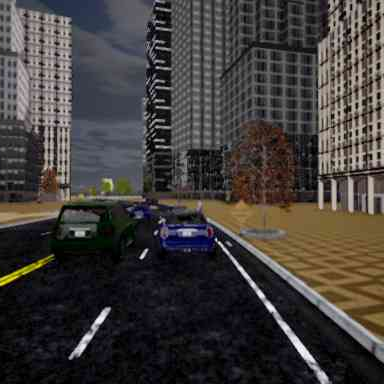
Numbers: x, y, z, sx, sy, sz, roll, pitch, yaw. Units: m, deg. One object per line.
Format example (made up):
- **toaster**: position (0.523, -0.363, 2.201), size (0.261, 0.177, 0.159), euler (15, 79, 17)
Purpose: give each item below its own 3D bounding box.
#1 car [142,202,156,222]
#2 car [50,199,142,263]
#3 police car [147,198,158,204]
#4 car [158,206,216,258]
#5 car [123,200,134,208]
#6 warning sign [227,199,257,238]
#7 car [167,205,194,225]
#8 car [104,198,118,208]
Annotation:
- **car**: position (-4.401, 1.841, 29.076), size (1.812, 1.442, 4.674), euler (0, 0, -4)
- **car**: position (-3.457, 1.365, 12.717), size (2.150, 2.045, 5.566), euler (0, 0, -2)
- **police car**: position (-10.579, 2.414, 91.963), size (1.930, 1.638, 5.238), euler (0, -1, -14)
- **car**: position (-0.239, 1.501, 13.664), size (2.097, 1.767, 4.553), euler (0, -1, -2)
- **car**: position (-12.138, 2.231, 63.716), size (2.033, 1.411, 5.357), euler (0, -1, -10)
- **warning sign**: position (2.479, 1.298, 16.714), size (1.300, 1.860, 1.060), euler (0, -1, -3)
- **car**: position (-1.053, 1.851, 27.943), size (2.033, 1.411, 5.357), euler (0, -1, -4)
- **car**: position (-15.432, 2.035, 63.542), size (2.097, 1.767, 4.553), euler (0, -1, -9)
